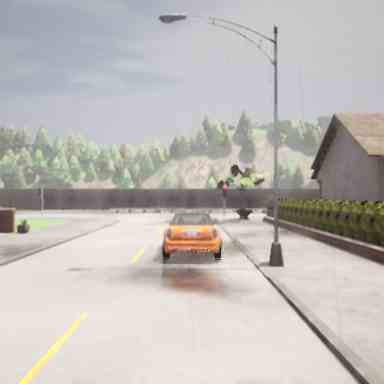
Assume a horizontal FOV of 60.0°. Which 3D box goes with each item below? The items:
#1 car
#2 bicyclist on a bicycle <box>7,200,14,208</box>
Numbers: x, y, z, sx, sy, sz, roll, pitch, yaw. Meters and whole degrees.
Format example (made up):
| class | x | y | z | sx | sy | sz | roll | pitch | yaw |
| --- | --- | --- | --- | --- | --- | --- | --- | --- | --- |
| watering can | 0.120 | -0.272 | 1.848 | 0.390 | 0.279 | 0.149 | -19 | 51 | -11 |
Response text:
| class | x | y | z | sx | sy | sz | roll | pitch | yaw |
| --- | --- | --- | --- | --- | --- | --- | --- | --- | --- |
| car | 0.011 | 1.499 | 13.412 | 2.097 | 1.767 | 4.553 | 0 | -1 | 0 |
| bicyclist on a bicycle | -24.011 | 1.828 | 43.993 | 0.582 | 1.620 | 1.656 | 0 | 0 | 0 |
